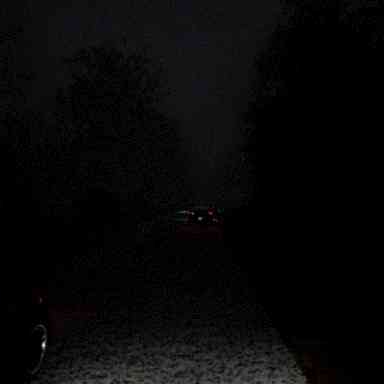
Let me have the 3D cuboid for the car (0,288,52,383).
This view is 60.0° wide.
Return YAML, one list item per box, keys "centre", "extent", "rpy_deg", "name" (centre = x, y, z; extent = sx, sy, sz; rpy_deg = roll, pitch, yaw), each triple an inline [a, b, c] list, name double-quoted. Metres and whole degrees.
- centre: [-2.824, 1.564, 2.653]
  extent: [1.994, 1.385, 4.181]
  rpy_deg: [0, 0, 0]
  name: "car"

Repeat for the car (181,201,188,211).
- centre: [-0.230, 1.941, 45.286]
  extent: [1.994, 1.385, 4.181]
  rpy_deg: [0, -1, 8]
  name: "car"

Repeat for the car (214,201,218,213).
- centre: [2.382, 1.899, 42.795]
  extent: [2.033, 1.411, 5.357]
  rpy_deg: [0, -1, 7]
  name: "car"

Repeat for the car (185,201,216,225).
- centre: [0.693, 1.635, 24.870]
  extent: [1.812, 1.442, 4.674]
  rpy_deg: [0, -1, 3]
  name: "car"
